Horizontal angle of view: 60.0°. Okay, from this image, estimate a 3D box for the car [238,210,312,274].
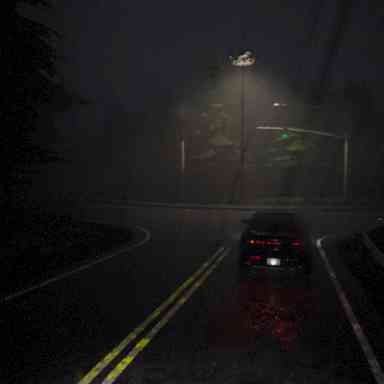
[{"bbox_3d":[2.544,1.312,10.139,1.837,1.490,4.892,1,2,15],"label":"car"}]
